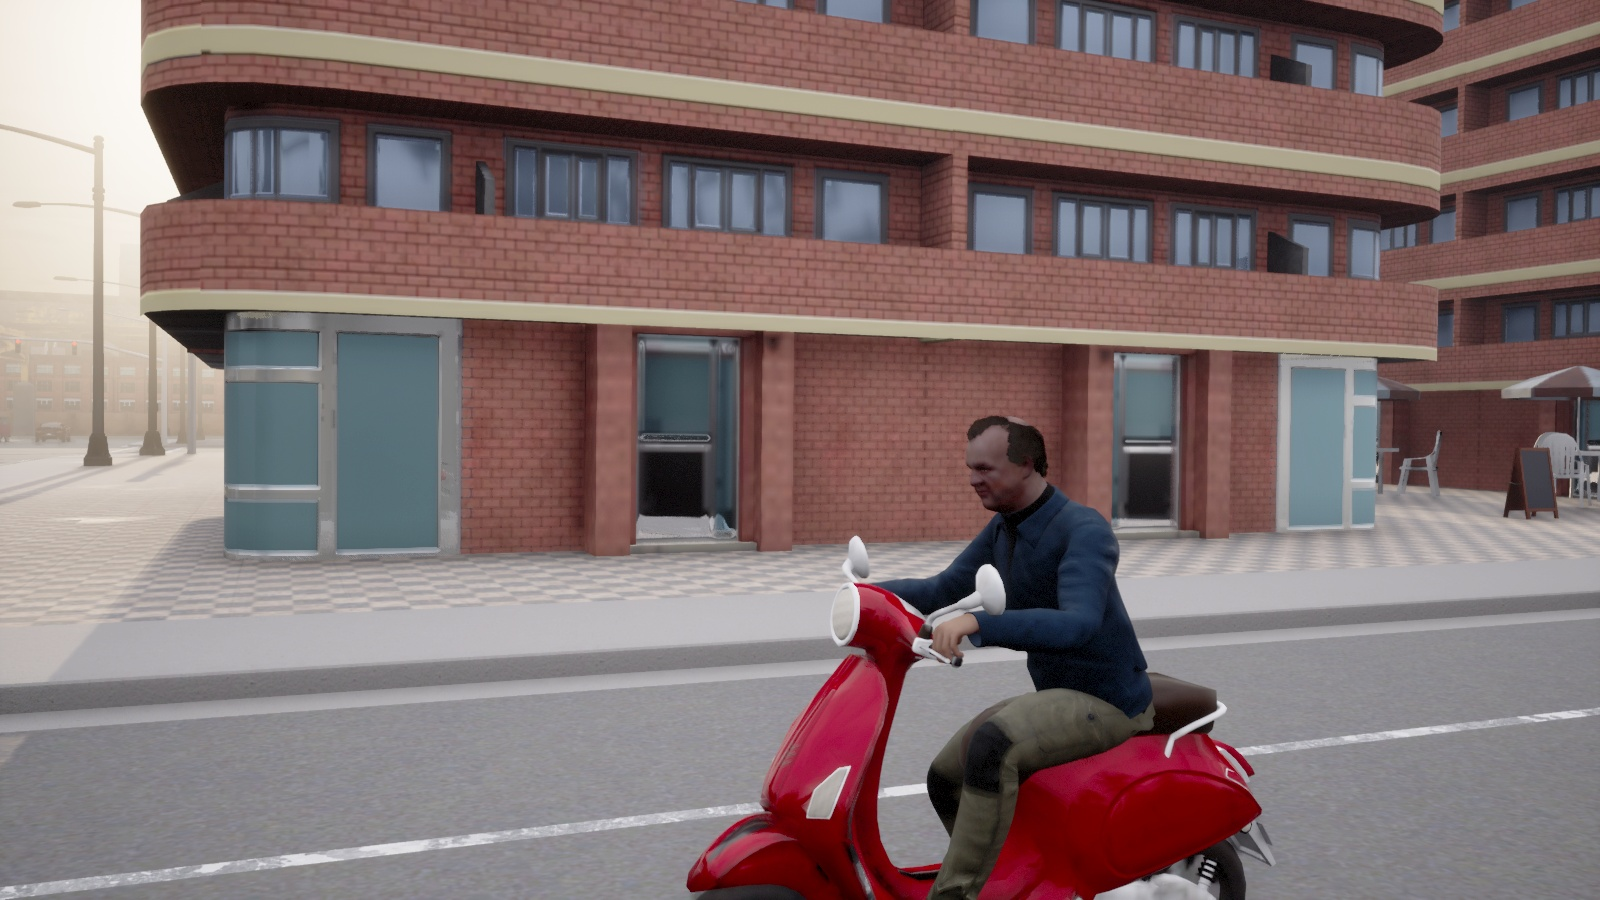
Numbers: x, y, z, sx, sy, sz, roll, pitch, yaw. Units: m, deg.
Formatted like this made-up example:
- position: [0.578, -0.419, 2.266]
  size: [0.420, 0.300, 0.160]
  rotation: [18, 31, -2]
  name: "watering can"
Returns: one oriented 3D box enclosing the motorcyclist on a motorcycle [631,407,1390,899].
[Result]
- position: [0.546, 0.690, 3.382]
  size: [1.817, 1.590, 0.866]
  rotation: [-1, 1, -21]
  name: "motorcyclist on a motorcycle"
